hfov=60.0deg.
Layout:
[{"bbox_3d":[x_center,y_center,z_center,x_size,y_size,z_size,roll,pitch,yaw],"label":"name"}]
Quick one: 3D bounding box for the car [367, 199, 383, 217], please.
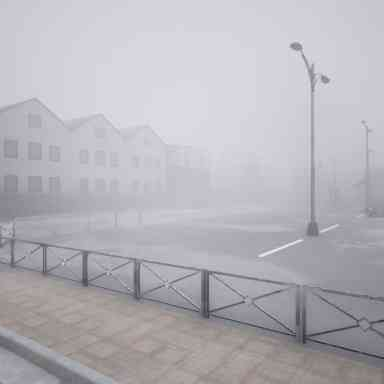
[{"bbox_3d":[15.407,1.298,26.815,2.007,1.523,4.514,0,0,35],"label":"car"}]
